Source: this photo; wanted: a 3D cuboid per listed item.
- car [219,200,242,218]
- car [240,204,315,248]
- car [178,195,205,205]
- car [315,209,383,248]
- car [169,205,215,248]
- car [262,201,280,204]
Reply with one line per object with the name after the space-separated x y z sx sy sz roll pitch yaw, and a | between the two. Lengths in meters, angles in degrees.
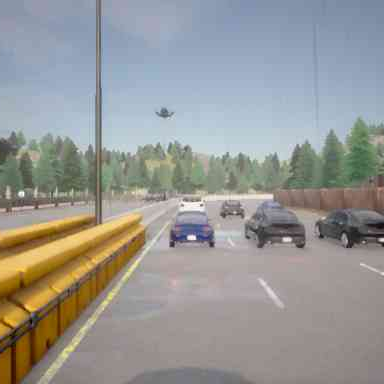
3.500 1.493 29.650 2.128 1.511 4.902 0 0 0 | car
3.500 1.514 14.650 1.837 1.490 4.892 0 0 0 | car
0.000 1.255 29.680 2.150 2.045 5.566 0 0 0 | car
7.000 1.514 14.650 1.837 1.490 4.892 0 0 0 | car
0.000 1.530 14.650 1.812 1.442 4.674 0 0 0 | car
7.000 1.531 29.650 1.812 1.442 4.674 0 0 0 | car
